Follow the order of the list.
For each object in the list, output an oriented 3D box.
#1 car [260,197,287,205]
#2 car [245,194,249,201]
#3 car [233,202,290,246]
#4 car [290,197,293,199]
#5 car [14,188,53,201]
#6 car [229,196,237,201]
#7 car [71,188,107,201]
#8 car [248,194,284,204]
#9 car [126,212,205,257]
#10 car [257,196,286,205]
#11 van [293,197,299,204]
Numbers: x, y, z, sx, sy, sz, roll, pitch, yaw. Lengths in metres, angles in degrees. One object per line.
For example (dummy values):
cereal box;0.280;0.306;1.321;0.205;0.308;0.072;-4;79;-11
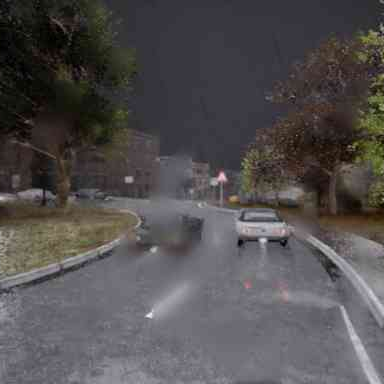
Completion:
car;15.997;1.725;65.129;4.792;1.488;2.163;1;-2;22
car;12.523;1.526;71.295;2.150;2.045;5.566;1;-2;22
car;2.714;1.330;13.902;1.895;1.301;4.718;0;2;5
car;19.095;1.891;72.790;4.553;1.767;2.185;1;-2;22
car;-18.636;0.282;39.141;4.674;1.442;1.812;3;3;18
car;9.343;1.710;72.116;1.882;1.535;5.008;1;-2;22
car;-12.499;0.293;40.096;4.902;1.511;2.128;1;2;30
car;12.817;1.345;57.516;4.892;1.521;2.231;1;-2;22
car;-0.711;1.384;12.188;1.895;1.301;4.718;0;2;10
car;14.928;1.580;62.599;4.892;1.521;2.231;1;-2;22
van;24.487;2.257;85.465;4.442;1.987;1.878;1;-1;22
